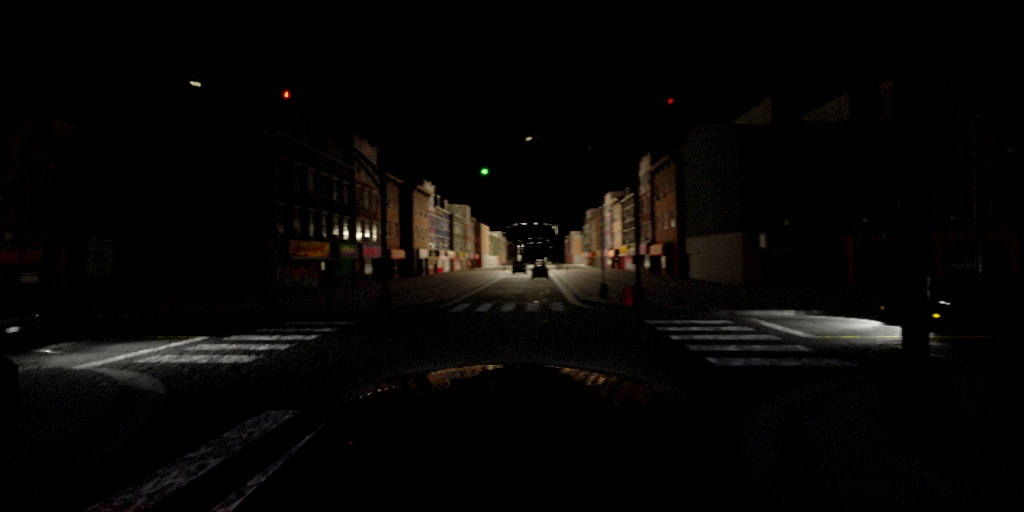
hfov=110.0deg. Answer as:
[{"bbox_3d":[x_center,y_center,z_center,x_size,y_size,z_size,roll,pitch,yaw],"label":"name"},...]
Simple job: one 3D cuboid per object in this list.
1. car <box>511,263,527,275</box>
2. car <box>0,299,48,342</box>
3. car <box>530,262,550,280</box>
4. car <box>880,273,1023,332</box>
[{"bbox_3d":[0.963,1.595,46.607,1.882,1.535,5.008,-1,-1,4],"label":"car"},{"bbox_3d":[-14.458,1.553,8.823,4.902,1.511,2.128,-1,0,4],"label":"car"},{"bbox_3d":[2.784,1.583,35.353,1.948,1.339,4.313,0,0,4],"label":"car"},{"bbox_3d":[12.806,1.175,9.686,4.181,1.385,1.994,-1,0,4],"label":"car"}]
